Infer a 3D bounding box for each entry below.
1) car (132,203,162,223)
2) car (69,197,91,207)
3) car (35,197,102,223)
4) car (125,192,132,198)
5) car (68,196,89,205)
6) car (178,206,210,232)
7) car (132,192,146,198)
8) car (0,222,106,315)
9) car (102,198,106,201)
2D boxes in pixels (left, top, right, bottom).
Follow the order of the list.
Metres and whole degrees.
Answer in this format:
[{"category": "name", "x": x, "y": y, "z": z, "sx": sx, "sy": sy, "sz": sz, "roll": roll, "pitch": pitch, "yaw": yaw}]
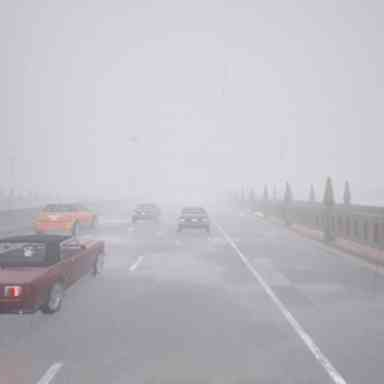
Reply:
[{"category": "car", "x": -3.394, "y": 1.549, "z": 25.668, "sx": 2.033, "sy": 1.411, "sz": 5.357, "roll": 0, "pitch": 0, "yaw": 0}, {"category": "car", "x": -17.543, "y": 1.566, "z": 52.087, "sx": 1.994, "sy": 1.385, "sz": 4.181, "roll": 0, "pitch": 0, "yaw": 0}, {"category": "car", "x": -6.896, "y": 1.353, "z": 18.730, "sx": 2.097, "sy": 1.767, "sz": 4.553, "roll": 0, "pitch": 0, "yaw": 0}, {"category": "car", "x": -17.351, "y": 1.016, "z": 93.250, "sx": 2.150, "sy": 2.045, "sz": 5.566, "roll": 0, "pitch": 0, "yaw": 1}, {"category": "car", "x": -20.991, "y": 1.549, "z": 61.711, "sx": 2.033, "sy": 1.411, "sz": 5.357, "roll": 0, "pitch": 0, "yaw": 0}, {"category": "car", "x": 0.105, "y": 1.548, "z": 20.076, "sx": 2.033, "sy": 1.411, "sz": 5.357, "roll": 0, "pitch": 0, "yaw": 0}, {"category": "car", "x": -13.915, "y": 1.076, "z": 89.950, "sx": 2.150, "sy": 2.045, "sz": 5.566, "roll": 0, "pitch": 0, "yaw": 1}, {"category": "car", "x": -3.398, "y": 1.601, "z": 7.501, "sx": 1.895, "sy": 1.301, "sz": 4.718, "roll": 0, "pitch": 0, "yaw": 0}, {"category": "car", "x": -14.052, "y": 1.528, "z": 49.807, "sx": 1.812, "sy": 1.442, "sz": 4.674, "roll": 0, "pitch": 0, "yaw": 0}]
